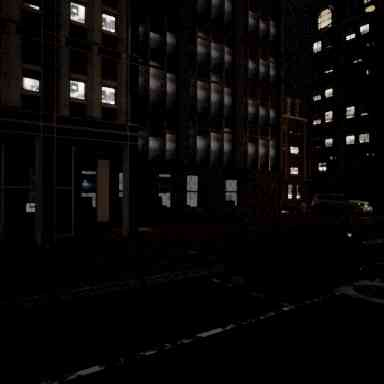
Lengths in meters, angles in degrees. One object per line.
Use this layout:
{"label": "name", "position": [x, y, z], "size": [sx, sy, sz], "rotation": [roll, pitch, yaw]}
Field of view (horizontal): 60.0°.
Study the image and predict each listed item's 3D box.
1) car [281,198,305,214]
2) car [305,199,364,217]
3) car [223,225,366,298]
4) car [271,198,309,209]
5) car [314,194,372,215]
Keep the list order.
{"label": "car", "position": [9.659, 1.467, 34.667], "size": [1.752, 1.417, 4.829], "rotation": [0, 0, -36]}
{"label": "car", "position": [12.860, 1.534, 30.204], "size": [1.802, 1.307, 4.206], "rotation": [0, 0, -36]}
{"label": "car", "position": [2.782, 1.567, 8.542], "size": [4.313, 1.339, 1.947], "rotation": [0, 0, -36]}
{"label": "car", "position": [12.968, 1.499, 44.430], "size": [1.752, 1.417, 4.829], "rotation": [0, 0, -36]}
{"label": "car", "position": [14.435, 1.184, 32.450], "size": [2.150, 2.045, 5.566], "rotation": [0, 0, -36]}
